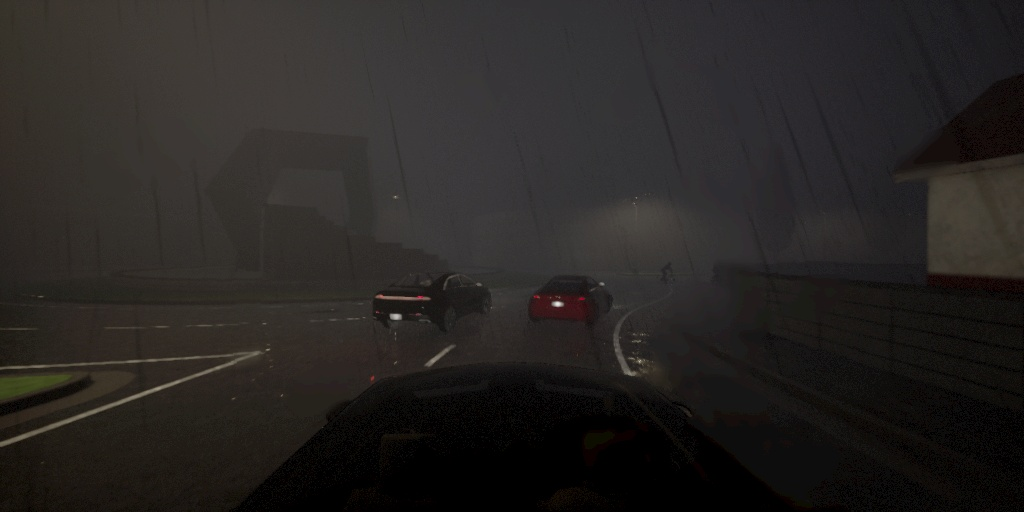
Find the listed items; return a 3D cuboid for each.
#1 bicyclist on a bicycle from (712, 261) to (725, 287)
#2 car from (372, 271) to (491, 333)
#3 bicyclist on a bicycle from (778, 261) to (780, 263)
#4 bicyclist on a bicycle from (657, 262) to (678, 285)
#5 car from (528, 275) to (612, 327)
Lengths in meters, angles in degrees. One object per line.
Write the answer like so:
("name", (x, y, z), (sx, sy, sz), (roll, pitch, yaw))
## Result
("bicyclist on a bicycle", (13.093, 1.119, 22.640), (1.656, 1.620, 0.582), (1, 0, -34))
("car", (-2.086, 1.199, 10.673), (2.128, 1.511, 4.902), (0, 0, 15))
("bicyclist on a bicycle", (26.582, 1.357, 35.934), (1.656, 1.620, 0.582), (1, 0, 8))
("bicyclist on a bicycle", (11.211, 1.242, 25.802), (1.656, 1.620, 0.582), (1, 0, -6))
("car", (2.027, 1.306, 11.795), (1.994, 1.385, 4.181), (0, 0, 22))
